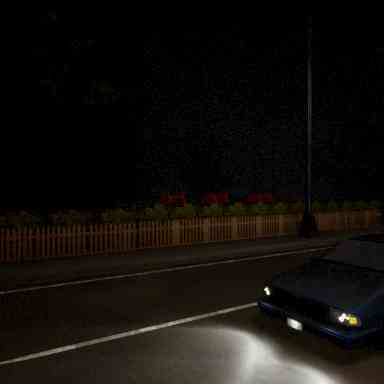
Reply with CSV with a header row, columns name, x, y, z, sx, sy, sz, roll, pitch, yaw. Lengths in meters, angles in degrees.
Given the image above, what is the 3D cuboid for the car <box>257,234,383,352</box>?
name,x,y,z,sx,sy,sz,roll,pitch,yaw
car,3.766,1.547,6.268,5.357,1.411,2.033,0,0,-32
